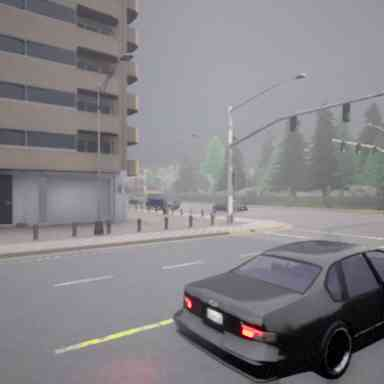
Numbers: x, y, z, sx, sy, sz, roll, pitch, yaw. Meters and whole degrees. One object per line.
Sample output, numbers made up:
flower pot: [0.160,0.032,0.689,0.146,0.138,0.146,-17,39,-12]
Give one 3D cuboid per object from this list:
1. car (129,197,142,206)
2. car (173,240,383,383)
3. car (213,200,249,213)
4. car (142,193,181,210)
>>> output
car: [-8.715,1.486,54.645,1.812,1.442,4.674,0,0,-36]
car: [2.325,1.528,5.453,5.357,1.411,2.033,0,0,-35]
car: [4.254,1.524,36.688,1.994,1.385,4.181,0,0,-36]
car: [-3.599,1.195,41.563,2.150,2.045,5.566,0,0,-36]
